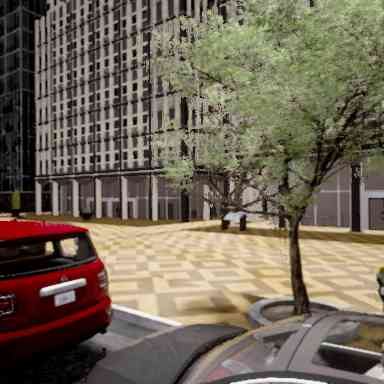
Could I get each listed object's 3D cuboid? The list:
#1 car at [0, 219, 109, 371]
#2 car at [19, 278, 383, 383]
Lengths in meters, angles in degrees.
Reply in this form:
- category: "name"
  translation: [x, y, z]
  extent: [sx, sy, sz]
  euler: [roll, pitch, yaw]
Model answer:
- category: "car"
  translation: [-3.455, 1.370, 5.349]
  extent: [5.009, 1.841, 2.192]
  euler: [-1, 0, 36]
- category: "car"
  translation: [1.041, 1.553, 2.136]
  extent: [4.403, 1.369, 2.008]
  euler: [-1, 0, 36]
